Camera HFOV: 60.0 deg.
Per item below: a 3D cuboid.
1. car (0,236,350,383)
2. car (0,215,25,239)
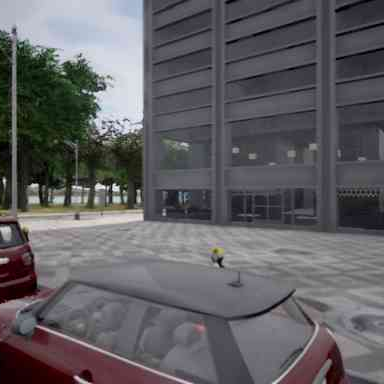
[{"bbox_3d":[-0.680,1.448,3.448,4.097,1.590,1.967,0,0,36],"label":"car"},{"bbox_3d":[-5.107,1.341,6.607,5.009,1.841,2.192,0,0,36],"label":"car"}]
